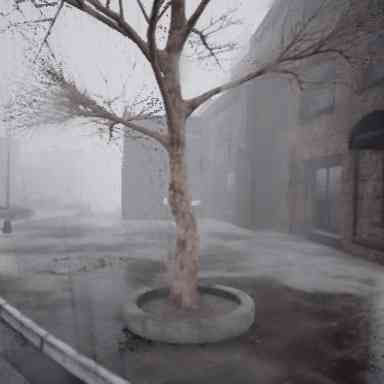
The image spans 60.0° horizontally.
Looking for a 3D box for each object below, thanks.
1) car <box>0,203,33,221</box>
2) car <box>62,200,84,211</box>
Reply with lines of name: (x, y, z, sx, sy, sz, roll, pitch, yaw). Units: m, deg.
car: (-16.448, 1.778, 30.786, 2.128, 1.511, 4.902, 1, -1, -3)
car: (-18.095, 2.045, 51.486, 1.882, 1.535, 5.008, 1, -1, 10)
